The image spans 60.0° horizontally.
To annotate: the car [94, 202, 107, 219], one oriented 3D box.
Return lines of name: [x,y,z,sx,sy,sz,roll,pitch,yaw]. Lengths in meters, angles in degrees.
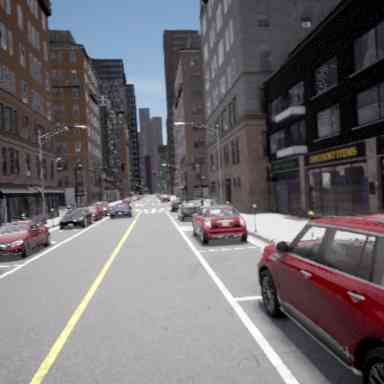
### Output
car: [-9.273,1.935,30.528,1.802,1.307,4.206,-3,0,-7]

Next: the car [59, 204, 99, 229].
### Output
car: [-8.627,1.910,25.065,1.947,1.339,4.313,-3,0,-7]

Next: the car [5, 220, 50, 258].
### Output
car: [-7.333,1.910,14.139,1.802,1.307,4.206,-3,0,-7]

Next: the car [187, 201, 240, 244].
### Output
car: [1.113,1.299,15.138,1.967,1.590,4.097,-3,0,-7]

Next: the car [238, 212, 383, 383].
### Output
car: [2.398,1.159,4.211,2.192,1.841,5.009,-3,0,-7]

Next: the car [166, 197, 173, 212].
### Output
car: [-1.466,1.457,36.992,1.947,1.339,4.313,-3,0,-7]

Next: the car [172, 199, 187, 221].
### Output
car: [-0.174,1.425,26.066,2.008,1.369,4.403,-3,0,-7]

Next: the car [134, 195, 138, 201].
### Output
car: [-15.495,2.036,83.585,2.008,1.369,4.403,-3,0,-7]

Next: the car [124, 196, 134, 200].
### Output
car: [-14.243,2.032,72.841,1.802,1.307,4.206,-3,0,-7]

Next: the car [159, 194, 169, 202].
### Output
car: [-5.797,1.421,73.829,1.967,1.590,4.097,-3,0,-7]

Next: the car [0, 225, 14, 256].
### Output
car: [-6.687,1.887,8.675,1.947,1.339,4.313,-3,0,-7]

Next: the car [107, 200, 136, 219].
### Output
car: [-6.769,1.772,32.043,1.994,1.385,4.181,-3,0,-7]
